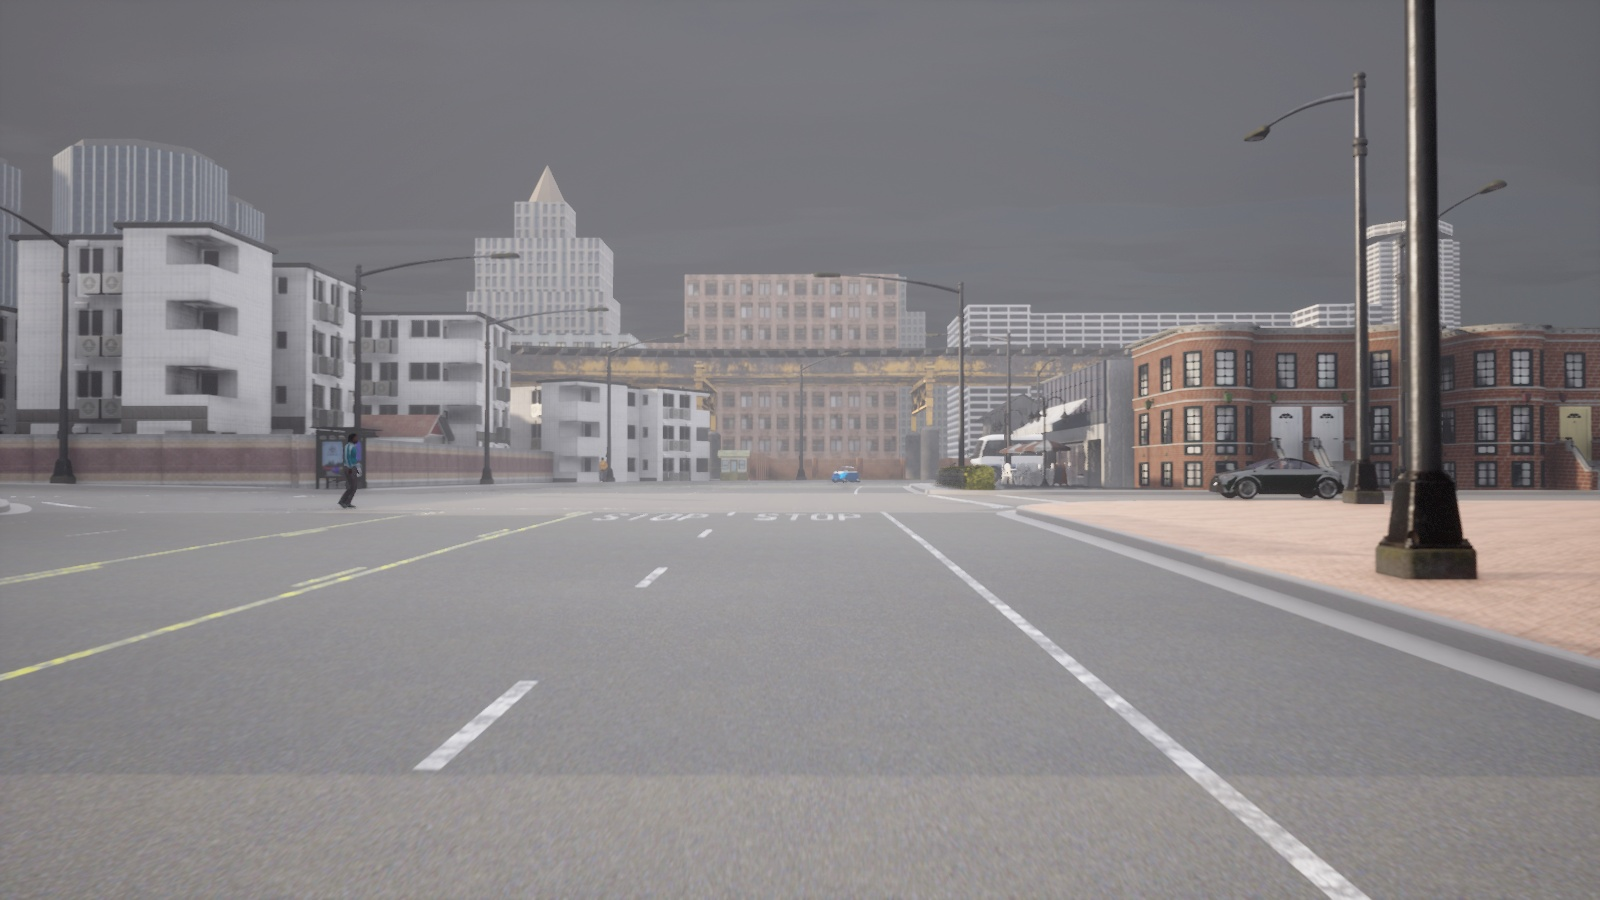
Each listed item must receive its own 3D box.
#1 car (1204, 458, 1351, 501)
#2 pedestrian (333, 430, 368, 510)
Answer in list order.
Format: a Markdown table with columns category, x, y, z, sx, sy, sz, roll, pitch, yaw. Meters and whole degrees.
| category | x | y | z | sx | sy | sz | roll | pitch | yaw |
| --- | --- | --- | --- | --- | --- | --- | --- | --- | --- |
| car | 15.942 | 0.980 | 42.065 | 4.181 | 1.385 | 1.994 | 0 | -1 | 1 |
| pedestrian | -10.925 | 0.475 | 30.528 | 0.692 | 1.930 | 0.396 | 0 | -1 | -3 |
